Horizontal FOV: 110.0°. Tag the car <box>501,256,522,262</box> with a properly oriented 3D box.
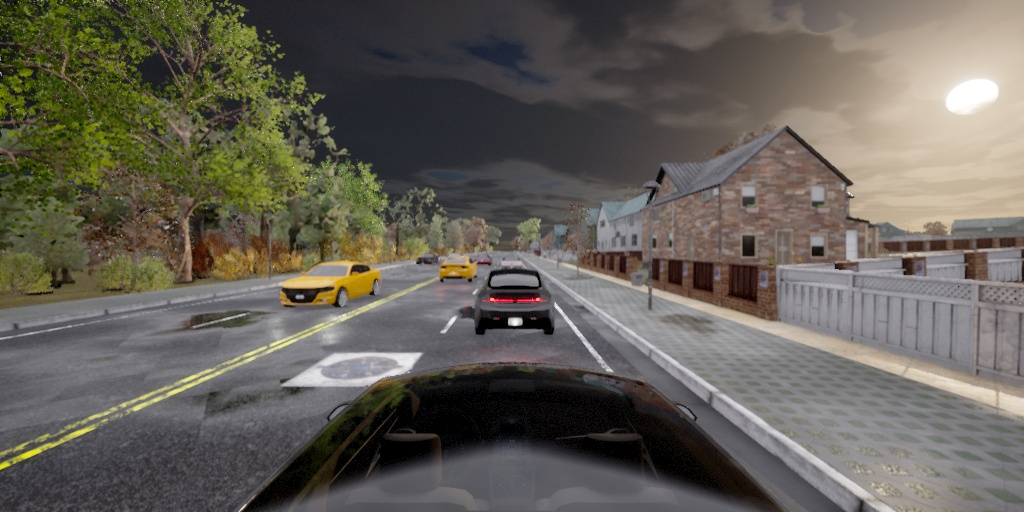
[{"bbox_3d":[-0.084,0.666,33.231,1.895,1.301,4.718,0,1,-2],"label":"car"}]

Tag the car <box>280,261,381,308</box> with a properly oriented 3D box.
[{"bbox_3d":[-6.650,0.963,13.712,1.882,1.535,5.008,0,1,0],"label":"car"}]

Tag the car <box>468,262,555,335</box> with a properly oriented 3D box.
[{"bbox_3d":[0.052,1.076,9.860,1.837,1.490,4.892,0,1,0],"label":"car"}]

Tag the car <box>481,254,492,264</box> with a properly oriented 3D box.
[{"bbox_3d":[-3.406,0.427,42.630,1.994,1.385,4.181,0,1,0],"label":"car"}]

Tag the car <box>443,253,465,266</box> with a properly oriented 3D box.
[{"bbox_3d":[-6.827,0.388,42.591,1.812,1.442,4.674,0,1,0],"label":"car"}]

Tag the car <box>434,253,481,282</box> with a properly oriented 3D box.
[{"bbox_3d":[-3.307,0.766,22.815,1.882,1.535,5.008,0,1,0],"label":"car"}]

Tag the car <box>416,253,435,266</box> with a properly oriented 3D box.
[{"bbox_3d":[-10.077,0.394,43.254,2.033,1.411,5.357,0,1,0],"label":"car"}]
